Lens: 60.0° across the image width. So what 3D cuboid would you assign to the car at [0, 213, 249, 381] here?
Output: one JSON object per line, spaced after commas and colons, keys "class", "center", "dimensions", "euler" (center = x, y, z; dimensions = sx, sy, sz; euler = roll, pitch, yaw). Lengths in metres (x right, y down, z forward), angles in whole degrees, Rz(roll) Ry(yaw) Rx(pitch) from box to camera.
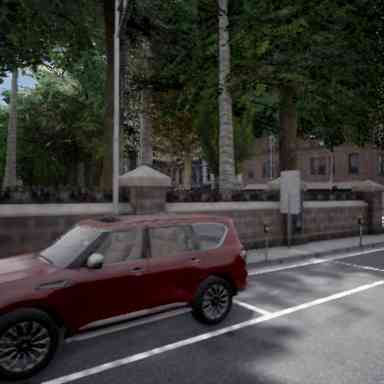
{"class": "car", "center": [-1.229, 1.336, 5.656], "dimensions": [5.009, 1.841, 2.192], "euler": [1, 0, -35]}
